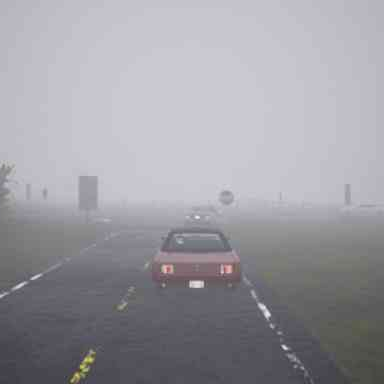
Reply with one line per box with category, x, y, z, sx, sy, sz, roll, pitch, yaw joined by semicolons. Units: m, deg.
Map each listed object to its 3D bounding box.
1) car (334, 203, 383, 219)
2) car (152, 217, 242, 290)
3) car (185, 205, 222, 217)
car;15.986;1.773;31.659;4.674;1.442;1.812;1;-1;0
car;0.100;1.603;9.027;1.895;1.301;4.718;0;0;0
car;0.850;1.553;22.255;2.033;1.411;5.357;0;0;12
